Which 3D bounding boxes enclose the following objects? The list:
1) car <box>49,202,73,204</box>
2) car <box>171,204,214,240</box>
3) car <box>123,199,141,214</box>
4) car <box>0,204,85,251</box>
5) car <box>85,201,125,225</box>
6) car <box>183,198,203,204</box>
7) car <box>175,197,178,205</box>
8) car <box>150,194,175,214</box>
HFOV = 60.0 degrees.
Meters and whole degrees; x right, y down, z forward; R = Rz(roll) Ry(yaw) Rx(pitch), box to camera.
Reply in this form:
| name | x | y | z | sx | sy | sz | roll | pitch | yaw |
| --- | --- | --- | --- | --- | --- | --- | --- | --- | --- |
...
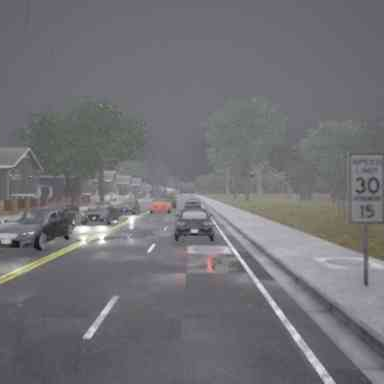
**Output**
| name | x | y | z | sx | sy | sz | roll | pitch | yaw |
| --- | --- | --- | --- | --- | --- | --- | --- | --- | --- |
| car | -9.789 | 1.493 | 24.461 | 2.128 | 1.511 | 4.902 | 0 | 0 | 1 |
| car | 0.105 | 1.527 | 16.786 | 1.812 | 1.442 | 4.674 | 0 | 0 | 0 |
| car | -6.508 | 1.507 | 34.652 | 1.837 | 1.490 | 4.892 | 0 | 0 | 1 |
| car | -6.588 | 1.492 | 14.260 | 2.128 | 1.511 | 4.902 | 0 | 0 | 0 |
| car | -6.546 | 1.565 | 24.264 | 1.994 | 1.385 | 4.181 | 0 | 0 | 1 |
| car | 0.107 | 1.507 | 37.978 | 1.837 | 1.490 | 4.892 | 0 | 0 | 0 |
| car | -3.237 | 1.226 | 46.153 | 2.150 | 2.045 | 5.566 | 0 | 0 | 0 |
| car | -3.245 | 1.354 | 35.479 | 2.097 | 1.767 | 4.553 | 0 | 0 | 0 |
